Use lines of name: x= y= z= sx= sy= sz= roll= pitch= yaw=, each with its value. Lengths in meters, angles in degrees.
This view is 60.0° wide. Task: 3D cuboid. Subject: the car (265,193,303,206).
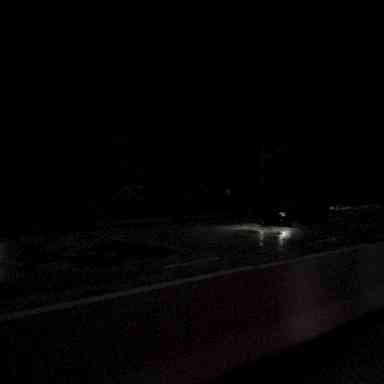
car: x=12.465 y=0.962 z=45.483 sx=1.882 sy=1.535 sz=5.008 roll=-1 pitch=1 yaw=-35

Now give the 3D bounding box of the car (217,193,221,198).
car: x=5.436 y=0.874 z=70.323 sx=1.994 sy=1.385 sz=4.181 roll=-1 pitch=1 yaw=-6

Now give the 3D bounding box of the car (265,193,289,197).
car: x=9.938 y=1.138 z=42.993 sx=1.895 sy=1.301 sz=4.718 roll=-1 pitch=1 yaw=-35

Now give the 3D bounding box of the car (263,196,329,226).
car: x=6.776 y=1.240 z=21.482 sx=5.008 sy=1.535 sz=1.882 roll=-1 pitch=1 yaw=-34
